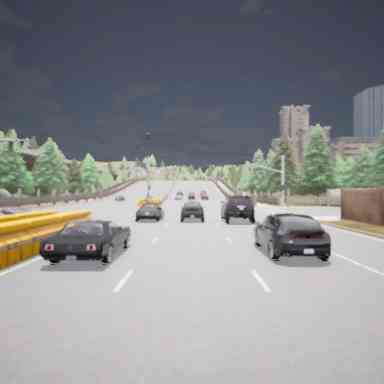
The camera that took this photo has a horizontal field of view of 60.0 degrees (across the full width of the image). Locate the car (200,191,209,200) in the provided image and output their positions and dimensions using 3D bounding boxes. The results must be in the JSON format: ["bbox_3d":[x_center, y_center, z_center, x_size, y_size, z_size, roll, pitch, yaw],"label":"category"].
[{"bbox_3d":[3.410,1.276,87.535,1.812,1.442,4.674,0,3,0],"label":"car"}]

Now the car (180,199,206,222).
[{"bbox_3d":[0.055,1.571,27.452,1.837,1.490,4.892,0,0,1],"label":"car"}]

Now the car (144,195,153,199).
[{"bbox_3d":[-10.555,1.559,80.990,2.128,1.511,4.902,0,1,0],"label":"car"}]

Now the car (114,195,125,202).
[{"bbox_3d":[-17.555,1.558,80.952,2.128,1.511,4.902,0,1,0],"label":"car"}]

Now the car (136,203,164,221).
[{"bbox_3d":[-3.443,1.630,27.671,1.994,1.385,4.181,0,0,1],"label":"car"}]

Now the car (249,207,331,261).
[{"bbox_3d":[3.547,1.536,12.443,1.837,1.490,4.892,0,0,1],"label":"car"}]

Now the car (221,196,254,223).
[{"bbox_3d":[3.541,1.285,26.266,2.150,2.045,5.566,0,0,1],"label":"car"}]

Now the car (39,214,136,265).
[{"bbox_3d":[-3.459,1.629,11.802,1.895,1.301,4.718,0,0,1],"label":"car"}]

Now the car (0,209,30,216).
[{"bbox_3d":[-10.532,1.646,19.075,1.895,1.301,4.718,0,0,1],"label":"car"}]

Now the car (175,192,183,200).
[{"bbox_3d":[-3.590,1.345,87.531,1.895,1.301,4.718,0,3,0],"label":"car"}]

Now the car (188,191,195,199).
[{"bbox_3d":[-0.090,1.230,87.513,1.882,1.535,5.008,0,3,0],"label":"car"}]
